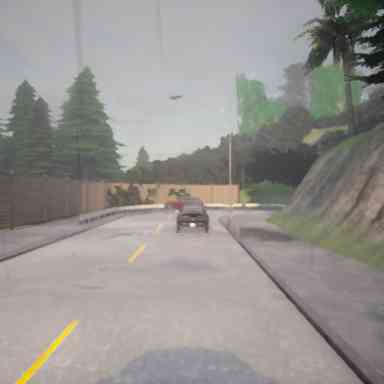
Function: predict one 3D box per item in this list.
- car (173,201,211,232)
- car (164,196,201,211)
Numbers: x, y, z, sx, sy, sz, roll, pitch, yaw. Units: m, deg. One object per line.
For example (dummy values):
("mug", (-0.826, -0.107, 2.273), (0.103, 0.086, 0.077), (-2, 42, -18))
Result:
("car", (0.047, 1.487, 19.867), (1.837, 1.490, 4.892), (0, 0, 0))
("car", (-0.883, 1.270, 37.435), (4.553, 1.767, 2.097), (2, 0, 32))
